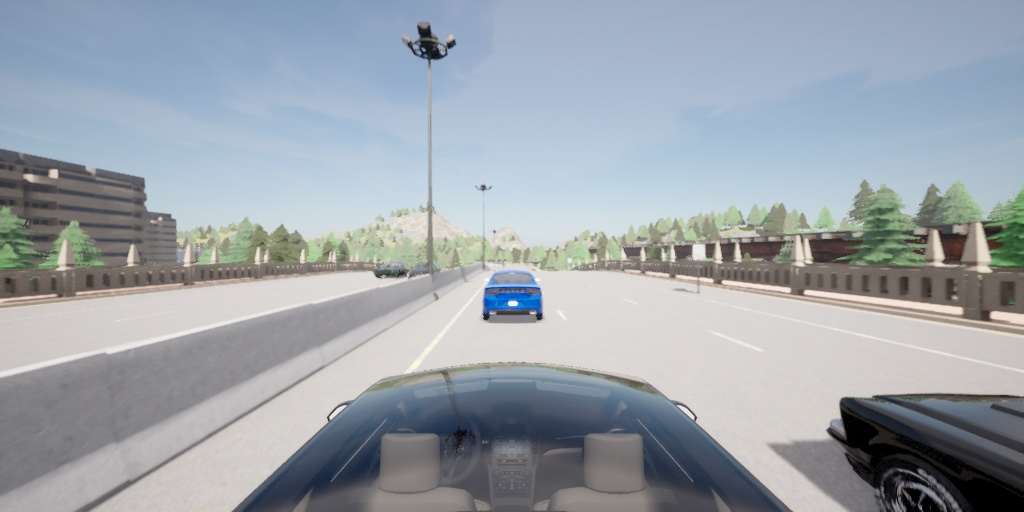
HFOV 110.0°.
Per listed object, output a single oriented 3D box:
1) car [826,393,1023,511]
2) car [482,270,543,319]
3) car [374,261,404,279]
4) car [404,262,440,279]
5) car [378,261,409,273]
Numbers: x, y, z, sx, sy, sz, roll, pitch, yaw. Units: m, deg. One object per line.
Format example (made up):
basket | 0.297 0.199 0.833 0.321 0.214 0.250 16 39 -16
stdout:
car | 3.537 1.343 0.809 1.895 1.301 4.718 0 0 1
car | 0.016 1.222 12.806 1.882 1.535 5.008 0 0 0
car | -10.825 1.361 32.501 1.895 1.301 4.718 0 0 0
car | -7.307 1.258 30.295 1.837 1.490 4.892 0 0 0
car | -14.401 1.354 44.034 2.033 1.411 5.357 0 -1 0
